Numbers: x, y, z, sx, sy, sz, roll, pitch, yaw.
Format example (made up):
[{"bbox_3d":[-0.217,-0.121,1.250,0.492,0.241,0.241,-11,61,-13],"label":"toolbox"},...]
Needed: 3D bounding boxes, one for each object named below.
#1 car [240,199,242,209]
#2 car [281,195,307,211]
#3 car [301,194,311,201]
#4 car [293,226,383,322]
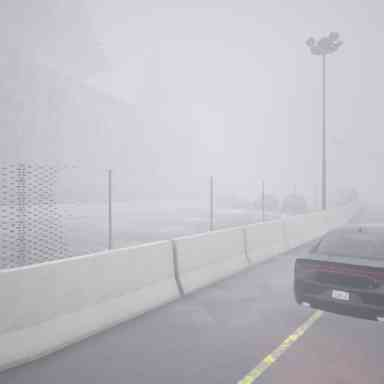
[{"bbox_3d":[6.582,1.564,43.187,1.994,1.385,4.181,0,0,26],"label":"car"},{"bbox_3d":[11.642,1.221,37.611,2.150,2.045,5.566,0,0,27],"label":"car"},{"bbox_3d":[26.144,1.304,76.386,1.812,1.442,4.674,0,0,14],"label":"car"},{"bbox_3d":[3.827,1.478,7.243,1.882,1.535,5.008,0,0,37],"label":"car"}]
